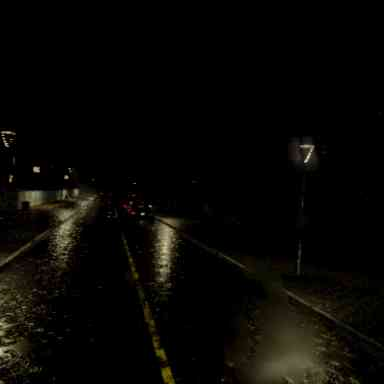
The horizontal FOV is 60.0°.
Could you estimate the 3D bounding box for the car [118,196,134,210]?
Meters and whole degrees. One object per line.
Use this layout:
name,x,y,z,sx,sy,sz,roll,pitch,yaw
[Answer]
car,-7.319,1.256,38.042,1.837,1.490,4.892,4,0,-14

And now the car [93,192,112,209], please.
car,-10.117,1.013,37.667,1.882,1.535,5.008,4,-1,-14

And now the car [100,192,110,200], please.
car,-18.019,0.705,69.007,1.812,1.442,4.674,4,-1,-14

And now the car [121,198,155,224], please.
car,-3.826,1.452,24.214,2.033,1.411,5.357,4,0,-14
